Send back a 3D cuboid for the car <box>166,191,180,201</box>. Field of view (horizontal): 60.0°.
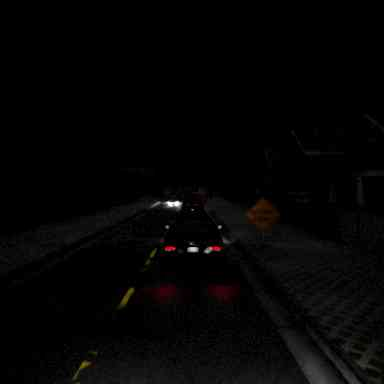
[{"bbox_3d":[-2.836,0.636,51.345,2.128,1.511,4.902,0,2,0],"label":"car"}]

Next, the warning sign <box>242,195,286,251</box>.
[{"bbox_3d":[2.501,1.062,11.731,1.300,1.860,1.060,-1,0,0],"label":"warning sign"}]

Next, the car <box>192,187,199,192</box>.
[{"bbox_3d":[0.957,-0.688,91.717,1.812,1.442,4.674,0,2,0],"label":"car"}]

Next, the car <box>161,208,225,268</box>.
[{"bbox_3d":[0.044,1.499,11.034,2.033,1.411,5.357,0,1,0],"label":"car"}]

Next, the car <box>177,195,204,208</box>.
[{"bbox_3d":[0.068,1.205,29.714,2.128,1.511,4.902,0,1,0],"label":"car"}]
